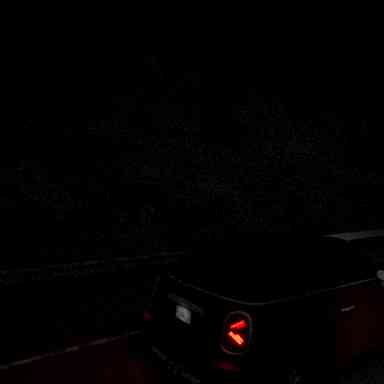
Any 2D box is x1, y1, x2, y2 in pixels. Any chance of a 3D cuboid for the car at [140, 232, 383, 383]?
[{"bbox_3d":[1.633,1.395,4.911,4.553,1.767,2.097,1,0,-35],"label":"car"}]
